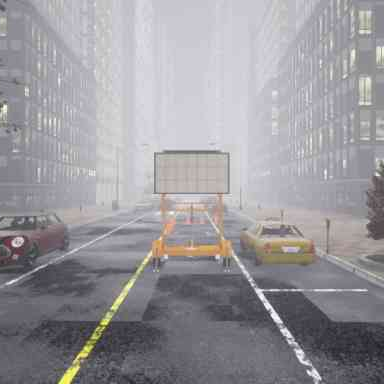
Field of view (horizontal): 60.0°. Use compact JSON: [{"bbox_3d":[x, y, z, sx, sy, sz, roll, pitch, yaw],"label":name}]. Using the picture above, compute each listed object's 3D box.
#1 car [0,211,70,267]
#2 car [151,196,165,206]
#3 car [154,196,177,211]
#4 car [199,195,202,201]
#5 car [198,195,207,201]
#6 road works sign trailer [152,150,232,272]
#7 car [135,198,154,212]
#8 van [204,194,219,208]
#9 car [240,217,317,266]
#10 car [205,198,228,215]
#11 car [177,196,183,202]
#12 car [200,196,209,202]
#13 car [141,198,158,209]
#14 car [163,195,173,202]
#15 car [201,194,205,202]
[{"bbox_3d":[-5.698,1.439,11.178,1.967,1.590,4.097,0,0,0],"label":"car"},{"bbox_3d":[-5.710,1.423,56.713,1.967,1.590,4.097,0,0,0],"label":"car"},{"bbox_3d":[-3.111,1.495,39.704,1.837,1.490,4.892,0,0,0],"label":"car"},{"bbox_3d":[2.670,1.562,62.393,1.802,1.307,4.206,0,0,0],"label":"car"},{"bbox_3d":[2.664,1.514,85.162,2.008,1.369,4.403,0,0,0],"label":"car"},{"bbox_3d":[-0.004,0.463,10.742,2.380,3.560,2.880,0,0,0],"label":"road works sign trailer"},{"bbox_3d":[-5.705,1.516,39.467,1.752,1.417,4.829,0,0,0],"label":"car"},{"bbox_3d":[2.674,1.331,39.624,1.690,1.788,3.998,0,0,0],"label":"van"},{"bbox_3d":[2.683,1.524,11.334,1.752,1.417,4.829,0,0,0],"label":"car"},{"bbox_3d":[2.677,1.558,33.932,1.947,1.339,4.313,0,0,0],"label":"car"},{"bbox_3d":[-3.020,1.520,74.014,2.033,1.411,5.357,0,0,0],"label":"car"},{"bbox_3d":[2.667,1.517,73.778,1.887,1.381,4.507,0,0,0],"label":"car"},{"bbox_3d":[-5.706,1.570,45.329,1.802,1.307,4.206,0,0,0],"label":"car"},{"bbox_3d":[-5.715,1.534,79.480,1.947,1.339,4.313,0,0,0],"label":"car"},{"bbox_3d":[2.674,1.428,45.317,1.967,1.590,4.097,0,0,0],"label":"car"}]
